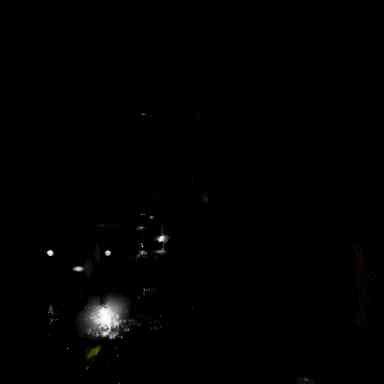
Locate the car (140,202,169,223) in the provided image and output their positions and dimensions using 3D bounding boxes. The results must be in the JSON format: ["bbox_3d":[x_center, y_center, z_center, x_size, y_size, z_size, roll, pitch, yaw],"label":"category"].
[{"bbox_3d":[-2.800,1.539,25.599,1.837,1.490,4.892,0,0,0],"label":"car"}]

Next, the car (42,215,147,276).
[{"bbox_3d":[-2.809,1.612,10.462,1.895,1.301,4.718,0,0,0],"label":"car"}]

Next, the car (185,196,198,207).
[{"bbox_3d":[-0.084,1.445,54.316,2.097,1.767,4.553,0,0,0],"label":"car"}]
